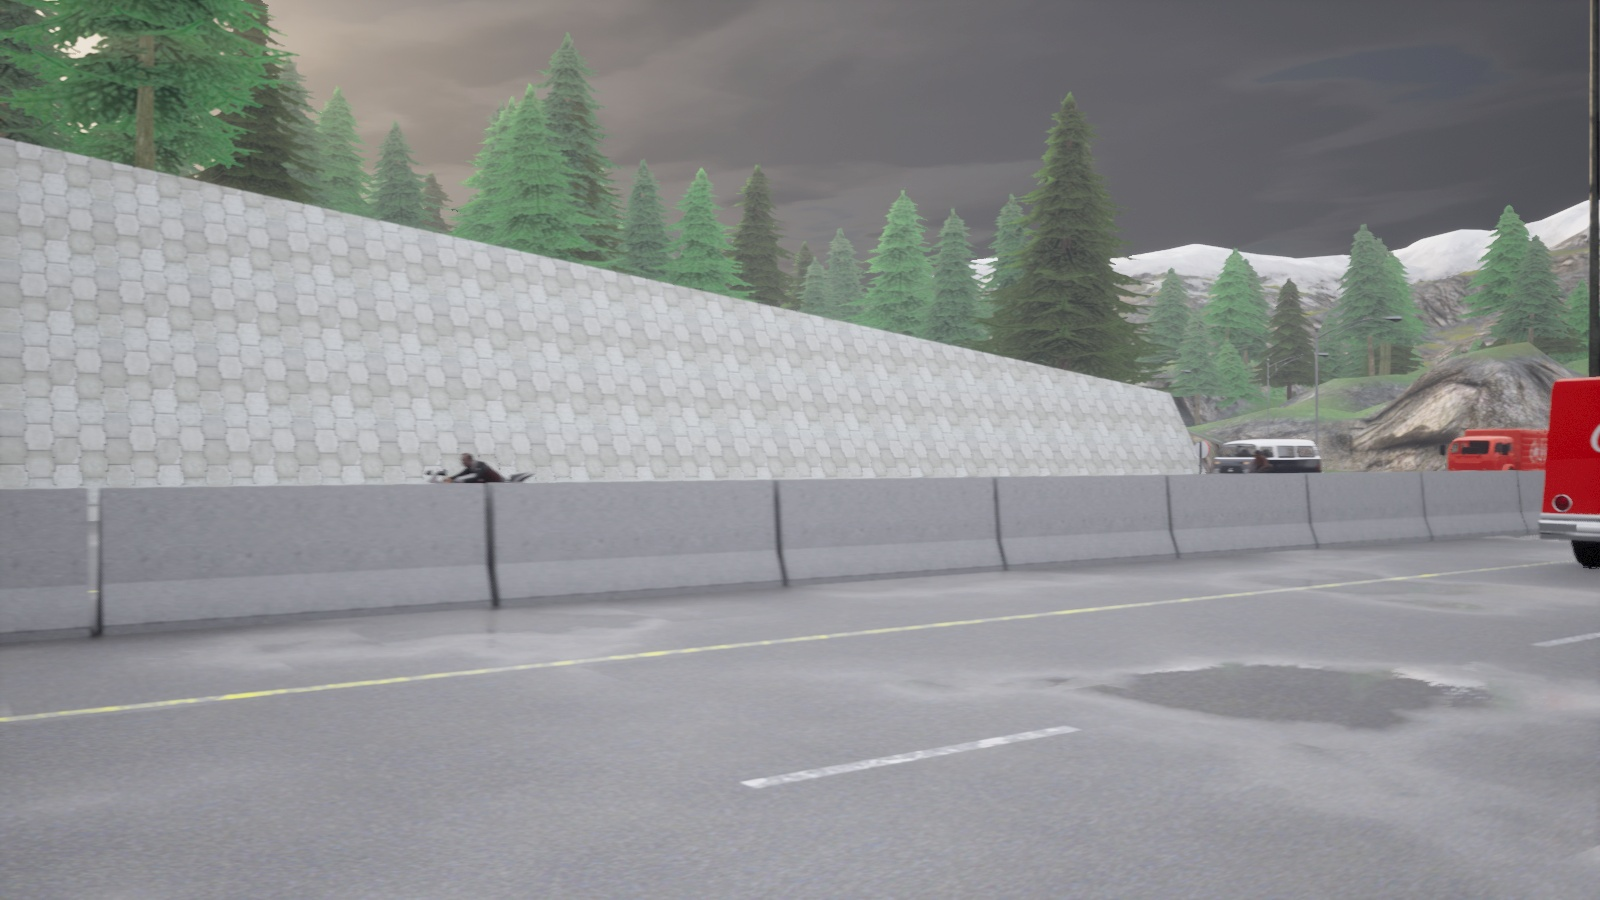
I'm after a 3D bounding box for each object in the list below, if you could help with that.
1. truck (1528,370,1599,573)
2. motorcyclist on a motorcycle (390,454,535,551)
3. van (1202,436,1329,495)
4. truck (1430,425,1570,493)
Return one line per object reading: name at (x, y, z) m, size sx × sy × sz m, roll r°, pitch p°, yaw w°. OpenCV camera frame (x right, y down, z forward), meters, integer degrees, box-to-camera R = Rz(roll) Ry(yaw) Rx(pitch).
truck at (12.147, 0.269, 16.379) m, size 5.204 × 2.467 × 2.627 m, roll 0°, pitch 0°, yaw -35°
motorcyclist on a motorcycle at (-5.643, 0.843, 21.052) m, size 2.191 × 1.530 × 0.866 m, roll 0°, pitch 0°, yaw -35°
van at (16.764, 0.543, 45.178) m, size 4.480 × 2.038 × 2.069 m, roll 0°, pitch 0°, yaw -35°
truck at (26.693, 0.319, 47.825) m, size 5.204 × 2.467 × 2.627 m, roll 0°, pitch 0°, yaw -35°
